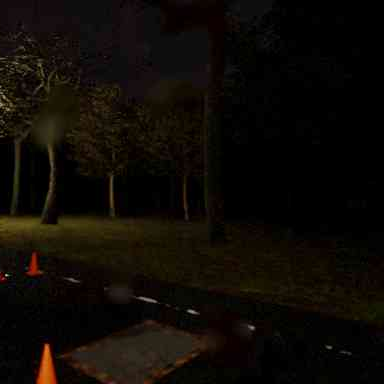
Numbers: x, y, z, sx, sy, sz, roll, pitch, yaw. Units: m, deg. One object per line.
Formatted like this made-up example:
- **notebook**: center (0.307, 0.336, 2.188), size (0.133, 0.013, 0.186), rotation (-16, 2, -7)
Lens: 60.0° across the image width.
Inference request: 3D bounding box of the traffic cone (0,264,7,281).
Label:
- **traffic cone**: center (-5.224, 2.065, 8.954), size (0.340, 0.580, 0.340), rotation (0, -1, 37)

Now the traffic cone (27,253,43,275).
- **traffic cone**: center (-4.622, 2.084, 9.752), size (0.340, 0.580, 0.340), rotation (0, -1, 37)

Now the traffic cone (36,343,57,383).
- **traffic cone**: center (-1.637, 2.010, 3.746), size (0.340, 0.580, 0.340), rotation (0, -1, 37)
